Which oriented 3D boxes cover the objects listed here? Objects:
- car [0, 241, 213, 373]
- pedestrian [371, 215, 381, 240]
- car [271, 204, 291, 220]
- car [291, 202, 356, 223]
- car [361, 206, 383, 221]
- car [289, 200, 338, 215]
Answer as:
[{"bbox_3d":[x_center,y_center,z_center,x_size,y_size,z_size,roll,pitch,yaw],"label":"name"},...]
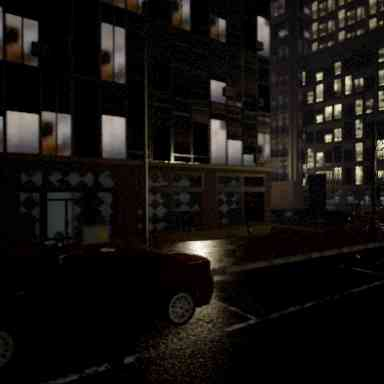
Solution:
[{"bbox_3d":[-1.711,1.562,5.514,4.507,1.381,1.887,1,-1,-36],"label":"car"},{"bbox_3d":[8.750,1.306,15.823,0.375,1.860,0.375,0,-1,-36],"label":"pedestrian"},{"bbox_3d":[6.848,1.687,29.423,2.008,1.369,4.403,0,0,-35],"label":"car"},{"bbox_3d":[11.068,1.752,27.855,1.895,1.301,4.718,0,1,-36],"label":"car"},{"bbox_3d":[16.049,1.651,26.279,1.882,1.535,5.008,0,1,-35],"label":"car"},{"bbox_3d":[12.818,1.597,35.400,1.752,1.417,4.829,0,0,-35],"label":"car"}]
